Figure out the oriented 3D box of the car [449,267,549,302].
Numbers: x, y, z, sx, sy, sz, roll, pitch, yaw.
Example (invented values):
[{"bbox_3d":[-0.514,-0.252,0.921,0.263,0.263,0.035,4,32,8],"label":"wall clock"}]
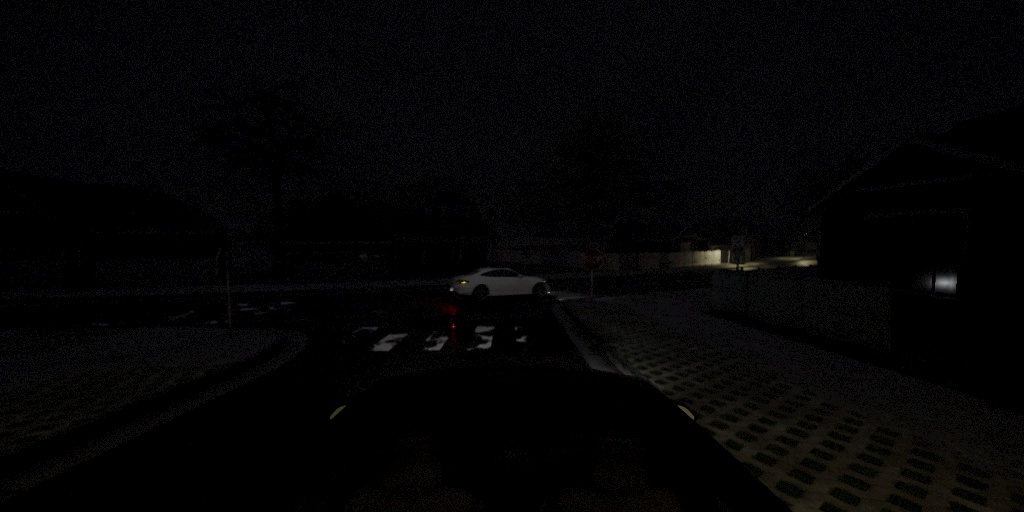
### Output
[{"bbox_3d":[-0.538,1.219,16.543,4.674,1.442,1.812,0,1,-25],"label":"car"}]
